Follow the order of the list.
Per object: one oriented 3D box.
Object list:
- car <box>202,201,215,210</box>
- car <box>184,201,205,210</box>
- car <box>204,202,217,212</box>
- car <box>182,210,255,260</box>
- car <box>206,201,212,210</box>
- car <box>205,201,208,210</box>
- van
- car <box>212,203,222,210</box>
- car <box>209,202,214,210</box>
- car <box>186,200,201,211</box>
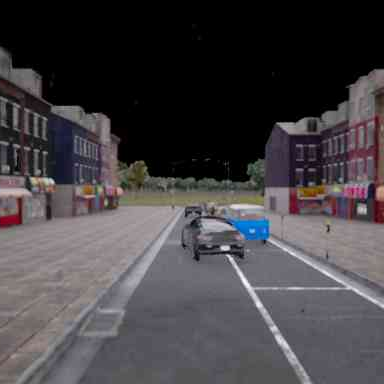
[{"bbox_3d":[2.726,2.173,55.217,2.008,1.369,4.403,-1,-1,0],"label":"car"},{"bbox_3d":[0.165,1.910,36.095,1.837,1.490,4.892,0,-1,0],"label":"car"},{"bbox_3d":[2.716,2.142,49.684,1.802,1.307,4.206,-1,-1,0],"label":"car"},{"bbox_3d":[0.712,1.672,13.026,1.812,1.442,4.674,0,-1,-9],"label":"car"},{"bbox_3d":[2.684,1.938,33.088,1.947,1.339,4.313,-1,-1,0],"label":"car"},{"bbox_3d":[2.705,2.024,44.322,1.752,1.417,4.829,-1,-1,0],"label":"car"},{"bbox_3d":[2.647,1.527,16.494,1.690,1.788,3.998,-1,-1,0],"label":"van"},{"bbox_3d":[2.660,1.688,22.025,1.967,1.590,4.097,-1,-1,0],"label":"car"},{"bbox_3d":[2.673,1.837,27.727,1.752,1.417,4.829,-1,-1,0],"label":"car"},{"bbox_3d":[0.193,2.063,50.804,2.128,1.511,4.902,0,-1,0],"label":"car"}]
